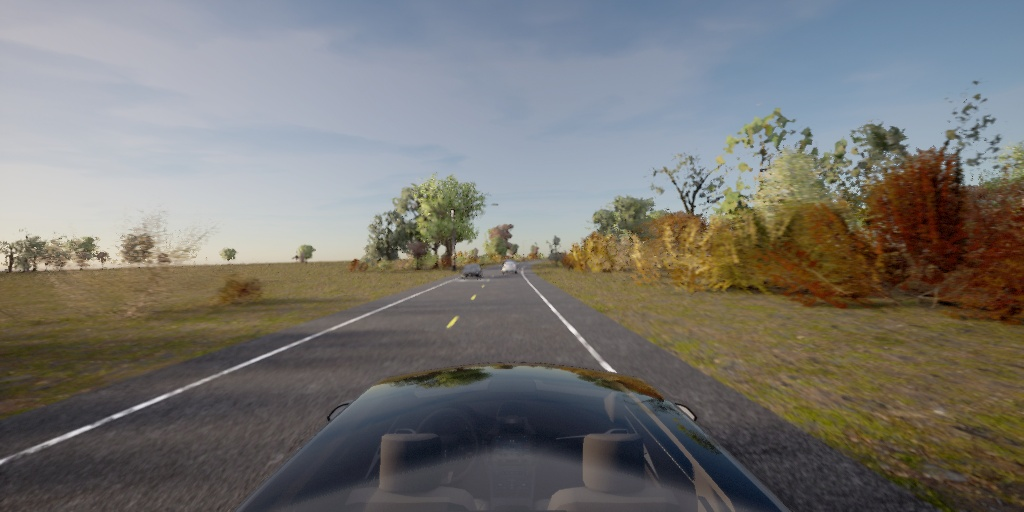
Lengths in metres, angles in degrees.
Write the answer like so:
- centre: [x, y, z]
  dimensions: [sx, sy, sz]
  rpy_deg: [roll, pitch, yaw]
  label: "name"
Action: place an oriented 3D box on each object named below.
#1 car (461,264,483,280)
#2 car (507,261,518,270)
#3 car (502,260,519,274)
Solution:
- centre: [-4.030, 1.558, 36.573]
  dimensions: [1.837, 1.490, 4.892]
  rpy_deg: [-1, 0, 0]
  label: "car"
- centre: [0.165, 1.616, 64.099]
  dimensions: [1.812, 1.442, 4.674]
  rpy_deg: [-1, 0, 3]
  label: "car"
- centre: [-0.290, 1.547, 47.153]
  dimensions: [1.812, 1.442, 4.674]
  rpy_deg: [-1, 0, 1]
  label: "car"
